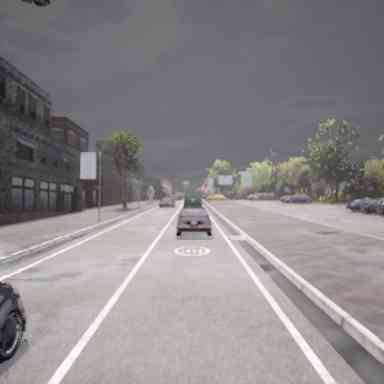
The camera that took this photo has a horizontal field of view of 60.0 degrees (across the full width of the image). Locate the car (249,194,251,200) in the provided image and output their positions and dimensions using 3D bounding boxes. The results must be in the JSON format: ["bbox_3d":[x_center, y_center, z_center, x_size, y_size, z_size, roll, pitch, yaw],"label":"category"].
[{"bbox_3d":[18.703,1.469,88.767,5.366,1.575,1.946,0,-1,0],"label":"car"}]

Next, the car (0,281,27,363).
[{"bbox_3d":[-3.352,1.557,3.041,1.994,1.385,4.181,0,0,0],"label":"car"}]

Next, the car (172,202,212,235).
[{"bbox_3d":[0.102,1.505,18.331,2.033,1.411,5.357,0,0,0],"label":"car"}]

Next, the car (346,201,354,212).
[{"bbox_3d":[18.710,1.409,35.012,4.674,1.452,2.002,0,0,0],"label":"car"}]

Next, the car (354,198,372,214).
[{"bbox_3d":[18.704,1.379,31.736,4.892,1.521,2.231,0,0,0],"label":"car"}]

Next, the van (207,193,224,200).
[{"bbox_3d":[6.356,1.265,89.821,4.442,1.987,1.878,0,-1,0],"label":"van"}]

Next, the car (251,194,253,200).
[{"bbox_3d":[18.723,1.424,86.107,5.366,1.575,1.946,0,-1,0],"label":"car"}]

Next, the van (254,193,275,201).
[{"bbox_3d":[18.443,1.160,83.314,4.442,1.987,1.878,0,-1,0],"label":"van"}]

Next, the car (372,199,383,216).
[{"bbox_3d":[18.713,1.386,28.463,5.008,1.535,2.097,0,0,0],"label":"car"}]

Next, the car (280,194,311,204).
[{"bbox_3d":[18.764,1.179,59.347,4.553,1.767,2.185,0,0,0],"label":"car"}]

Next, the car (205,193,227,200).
[{"bbox_3d":[6.102,1.389,83.861,5.366,1.575,1.946,0,-1,0],"label":"car"}]

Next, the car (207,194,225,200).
[{"bbox_3d":[6.295,1.309,86.782,4.553,1.767,2.185,0,-1,0],"label":"car"}]

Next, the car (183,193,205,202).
[{"bbox_3d":[0.106,1.122,40.909,2.150,2.045,5.566,0,-1,0],"label":"car"}]

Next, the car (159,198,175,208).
[{"bbox_3d":[-3.333,1.461,44.770,1.994,1.385,4.181,0,0,0],"label":"car"}]
